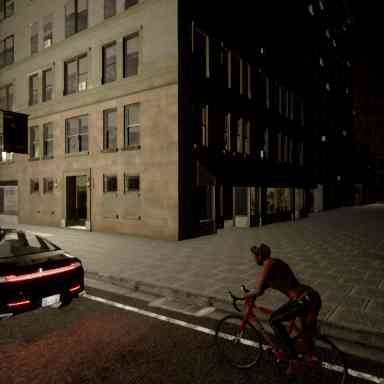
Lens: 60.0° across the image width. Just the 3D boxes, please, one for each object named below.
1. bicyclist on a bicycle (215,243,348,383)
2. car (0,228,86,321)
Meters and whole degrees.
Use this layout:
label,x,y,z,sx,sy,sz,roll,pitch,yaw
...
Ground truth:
label,x,y,z,sx,sy,sz,roll,pitch,yaw
bicyclist on a bicycle,0.971,1.453,3.970,1.656,1.620,0.582,0,0,36
car,-4.184,1.492,6.666,4.902,1.511,2.128,0,0,36
